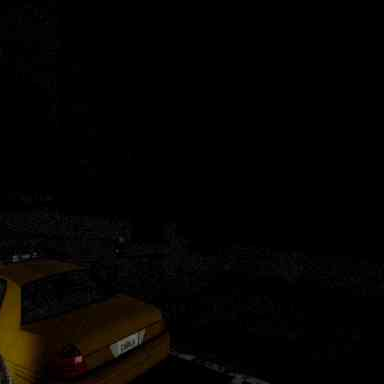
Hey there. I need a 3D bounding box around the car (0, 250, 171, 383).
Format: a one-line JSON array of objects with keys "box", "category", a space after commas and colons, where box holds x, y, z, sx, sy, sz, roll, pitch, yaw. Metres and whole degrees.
[{"box": [-2.536, 1.525, 4.766, 4.829, 1.417, 1.752, 0, 0, 35], "category": "car"}]
